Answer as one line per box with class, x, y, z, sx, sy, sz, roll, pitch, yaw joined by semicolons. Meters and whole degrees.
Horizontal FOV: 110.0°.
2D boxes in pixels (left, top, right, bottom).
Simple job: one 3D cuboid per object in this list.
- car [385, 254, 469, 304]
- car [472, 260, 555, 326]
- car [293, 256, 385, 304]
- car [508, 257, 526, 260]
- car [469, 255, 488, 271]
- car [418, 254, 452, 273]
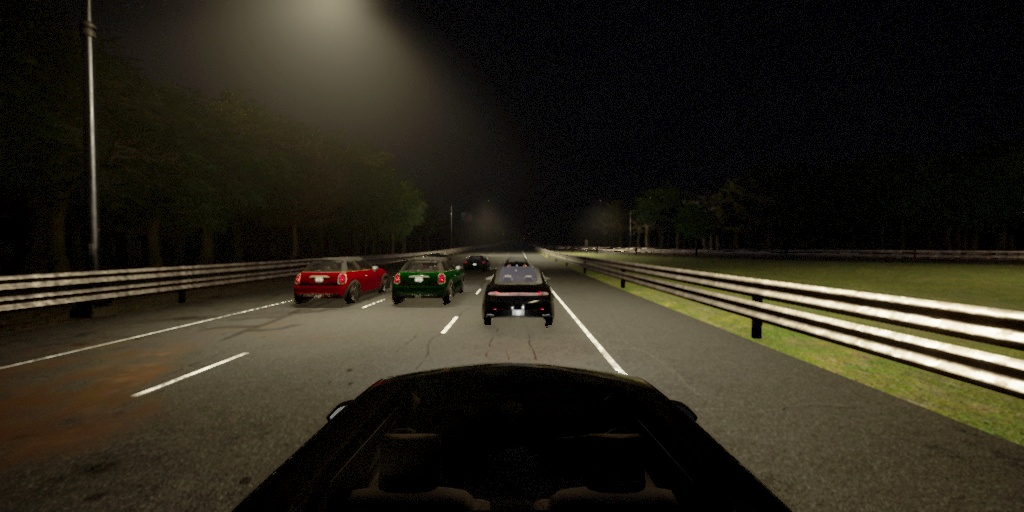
car;-3.264;0.827;14.800;2.097;1.767;4.553;0;1;1
car;0.183;1.060;10.822;2.128;1.511;4.902;0;1;1
car;-6.764;0.828;14.751;2.097;1.767;4.553;0;1;1
car;0.405;0.724;29.426;1.895;1.301;4.718;0;1;1
car;-3.069;0.632;31.624;1.994;1.385;4.181;0;1;1
car;-6.575;0.583;31.194;1.837;1.490;4.892;0;1;1
